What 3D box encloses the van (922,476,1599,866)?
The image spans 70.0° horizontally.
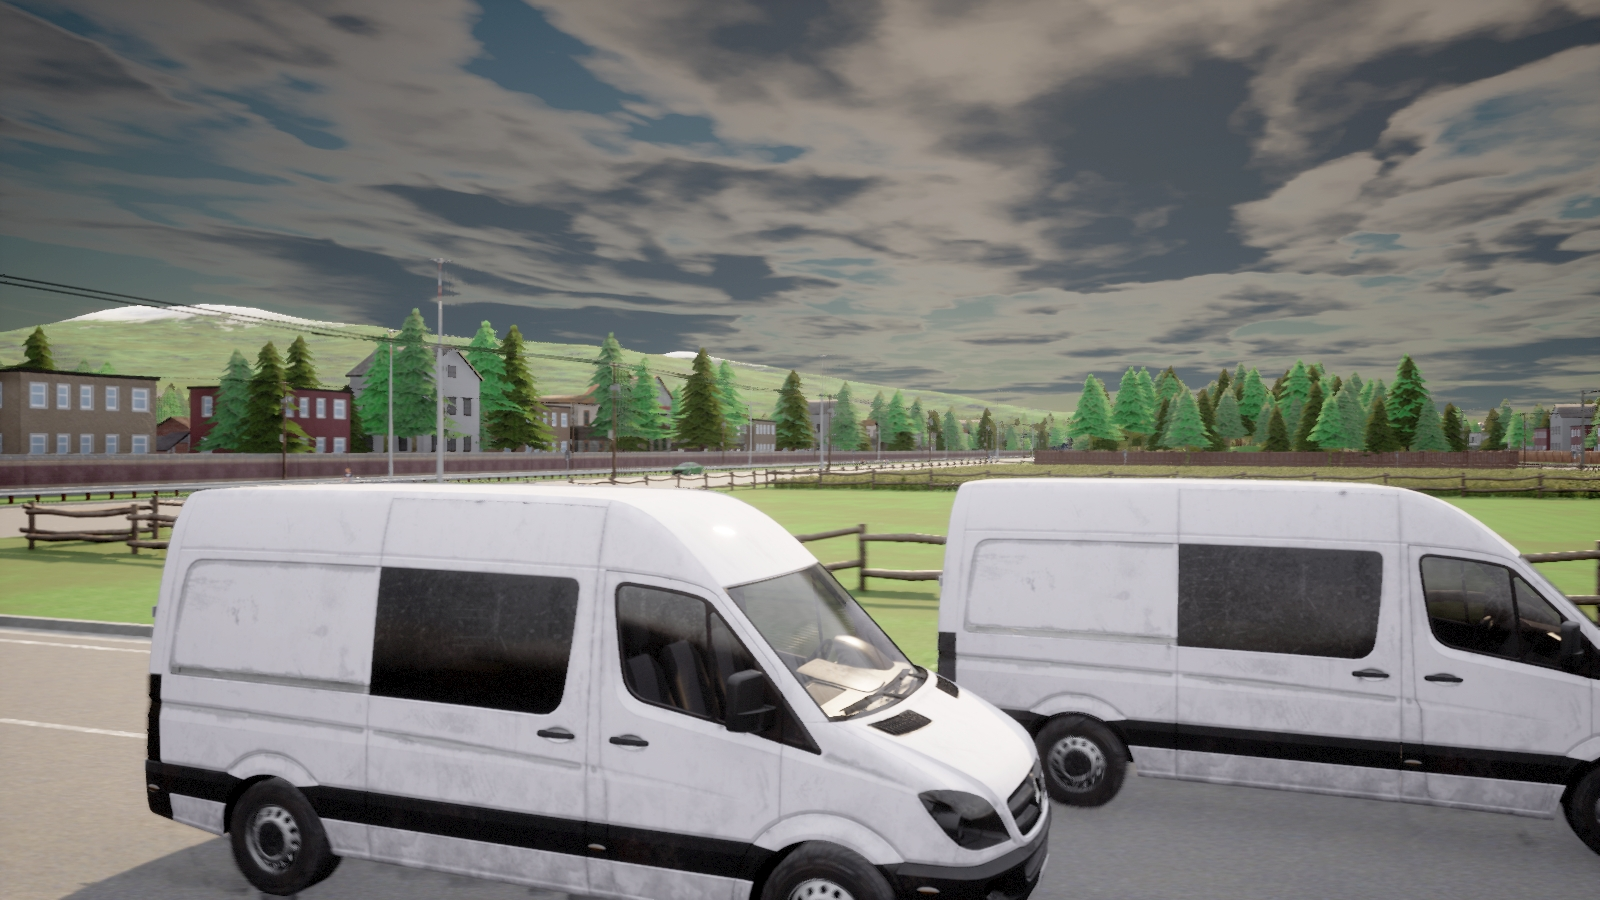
[{"bbox_3d":[4.118,1.534,9.252,5.915,2.561,1.988,0,0,20],"label":"van"}]

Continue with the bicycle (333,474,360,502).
[{"bbox_3d":[-24.819,2.057,62.536,0.373,1.496,1.643,0,0,20],"label":"bicycle"}]

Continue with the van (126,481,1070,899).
[{"bbox_3d":[-1.363,1.534,7.519,5.915,2.561,1.988,0,0,20],"label":"van"}]
